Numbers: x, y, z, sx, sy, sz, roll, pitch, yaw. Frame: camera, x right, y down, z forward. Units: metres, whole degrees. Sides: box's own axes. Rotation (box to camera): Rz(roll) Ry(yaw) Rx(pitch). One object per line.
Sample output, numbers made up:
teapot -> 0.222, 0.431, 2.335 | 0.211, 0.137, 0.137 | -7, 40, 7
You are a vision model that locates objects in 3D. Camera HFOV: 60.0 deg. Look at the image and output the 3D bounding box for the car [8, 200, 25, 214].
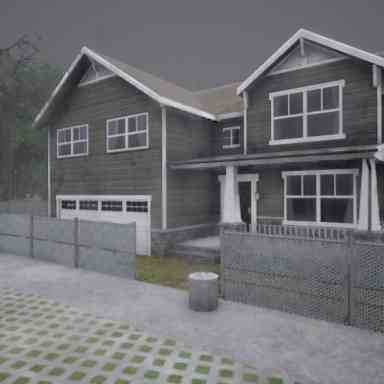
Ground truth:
car -> -17.265, 1.505, 31.792 | 4.902, 1.511, 2.128 | 0, 0, -32
